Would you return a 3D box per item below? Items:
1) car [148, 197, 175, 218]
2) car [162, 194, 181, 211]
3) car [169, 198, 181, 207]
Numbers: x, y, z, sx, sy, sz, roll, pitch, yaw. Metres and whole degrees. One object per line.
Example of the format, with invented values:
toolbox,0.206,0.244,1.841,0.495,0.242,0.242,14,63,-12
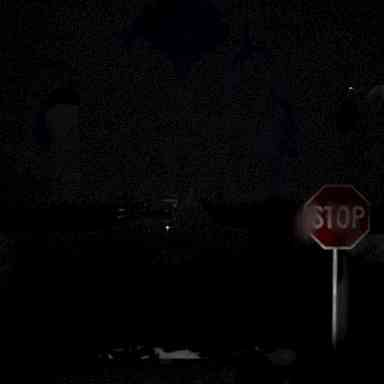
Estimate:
car,-2.892,1.543,30.932,1.882,1.535,5.008,0,0,0
car,-2.915,1.333,42.416,2.150,2.045,5.566,0,0,-1
car,-2.902,1.736,57.305,1.837,1.490,4.892,0,-1,0
